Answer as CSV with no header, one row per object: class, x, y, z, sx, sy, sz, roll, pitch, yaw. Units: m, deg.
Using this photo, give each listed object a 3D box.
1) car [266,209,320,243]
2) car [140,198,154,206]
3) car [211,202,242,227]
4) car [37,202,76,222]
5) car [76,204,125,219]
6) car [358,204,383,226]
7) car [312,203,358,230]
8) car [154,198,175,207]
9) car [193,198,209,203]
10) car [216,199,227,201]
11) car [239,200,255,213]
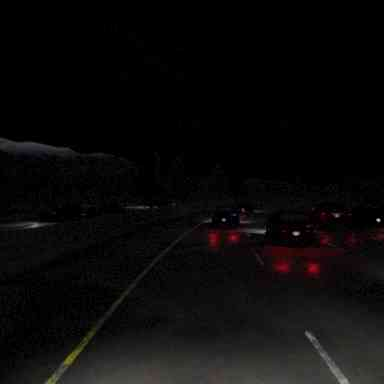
car,4.868,1.652,16.889,1.812,1.442,4.674,0,0,7
car,-7.941,1.893,62.673,2.128,1.511,4.902,0,0,23
car,2.509,1.696,24.316,1.812,1.442,4.674,0,-1,10
car,-11.129,1.640,28.515,1.882,1.535,5.008,0,0,11
car,-7.508,1.723,28.990,2.033,1.411,5.357,0,0,11
car,13.417,1.711,25.446,1.837,1.490,4.892,0,0,12
car,9.333,1.528,22.655,2.097,1.767,4.553,0,0,10
car,-4.728,1.962,61.253,1.994,1.385,4.181,0,0,23
car,1.858,1.982,67.297,1.812,1.442,4.674,0,0,26
car,5.859,2.018,67.446,1.994,1.385,4.181,0,0,26
car,6.549,1.794,40.702,1.837,1.490,4.892,0,-1,17
